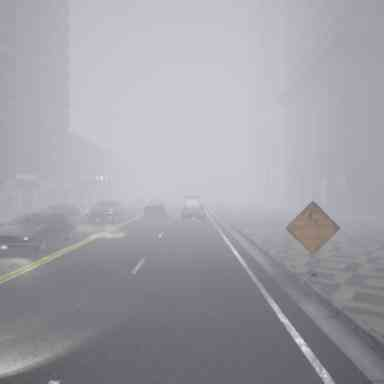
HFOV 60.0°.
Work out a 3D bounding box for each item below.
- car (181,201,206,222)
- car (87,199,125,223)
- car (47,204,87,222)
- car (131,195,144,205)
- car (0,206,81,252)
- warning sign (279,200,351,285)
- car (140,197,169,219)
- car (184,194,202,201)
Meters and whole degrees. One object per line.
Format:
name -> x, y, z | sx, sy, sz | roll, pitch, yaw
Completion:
car -> 0.100, 1.624, 26.532 | 1.895, 1.301, 4.718 | 0, 0, 0
car -> -6.541, 1.374, 25.500 | 2.097, 1.767, 4.553 | 0, 0, 0
car -> -9.797, 1.568, 24.417 | 2.033, 1.411, 5.357 | 0, 0, 0
car -> -9.776, 1.417, 60.528 | 2.097, 1.767, 4.553 | 0, 0, 0
car -> -6.597, 1.560, 14.321 | 2.033, 1.411, 5.357 | 0, 0, 0
warning sign -> 2.848, 1.122, 7.866 | 1.300, 1.860, 1.060 | 0, 0, 0
car -> -3.148, 1.504, 29.866 | 1.882, 1.535, 5.008 | 0, 0, 0
car -> 0.073, 1.266, 43.599 | 2.150, 2.045, 5.566 | 0, 0, 0
